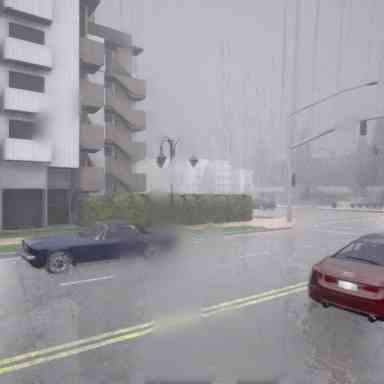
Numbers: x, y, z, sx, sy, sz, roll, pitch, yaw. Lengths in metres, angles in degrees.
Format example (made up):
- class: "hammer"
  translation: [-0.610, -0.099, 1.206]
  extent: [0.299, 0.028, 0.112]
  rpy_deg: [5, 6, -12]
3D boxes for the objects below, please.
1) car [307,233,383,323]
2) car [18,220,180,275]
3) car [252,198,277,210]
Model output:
- class: "car"
  translation: [4.275, 1.564, 6.817]
  extent: [4.181, 1.385, 1.994]
  rpy_deg: [0, 0, -36]
- class: "car"
  translation: [-2.832, 1.601, 10.542]
  extent: [4.718, 1.301, 1.895]
  rpy_deg: [0, 0, -35]
- class: "car"
  translation: [8.344, 1.505, 41.879]
  extent: [1.837, 1.490, 4.892]
  rpy_deg: [0, 0, -36]
